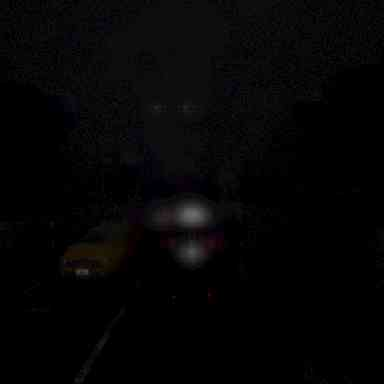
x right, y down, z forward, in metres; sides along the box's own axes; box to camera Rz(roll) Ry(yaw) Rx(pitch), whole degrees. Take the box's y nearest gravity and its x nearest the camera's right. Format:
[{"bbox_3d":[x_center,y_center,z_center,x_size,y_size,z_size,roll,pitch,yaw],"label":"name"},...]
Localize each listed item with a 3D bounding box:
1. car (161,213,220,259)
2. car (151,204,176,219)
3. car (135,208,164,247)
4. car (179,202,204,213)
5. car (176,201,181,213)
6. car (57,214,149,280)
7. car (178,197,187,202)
[{"bbox_3d":[0.018,1.742,13.273,1.895,1.301,4.718,0,-1,0],"label":"car"},{"bbox_3d":[-2.632,1.730,26.707,1.967,1.590,4.097,1,-1,0],"label":"car"},{"bbox_3d":[-2.632,1.715,15.947,1.887,1.381,4.507,1,-1,0],"label":"car"},{"bbox_3d":[0.025,1.840,28.910,1.812,1.442,4.674,0,0,1],"label":"car"},{"bbox_3d":[-2.634,1.981,37.466,1.947,1.339,4.313,0,-1,0],"label":"car"},{"bbox_3d":[-2.631,1.635,10.398,1.752,1.417,4.829,1,-1,0],"label":"car"},{"bbox_3d":[-2.637,2.420,75.063,1.752,1.417,4.829,0,-1,0],"label":"car"}]
